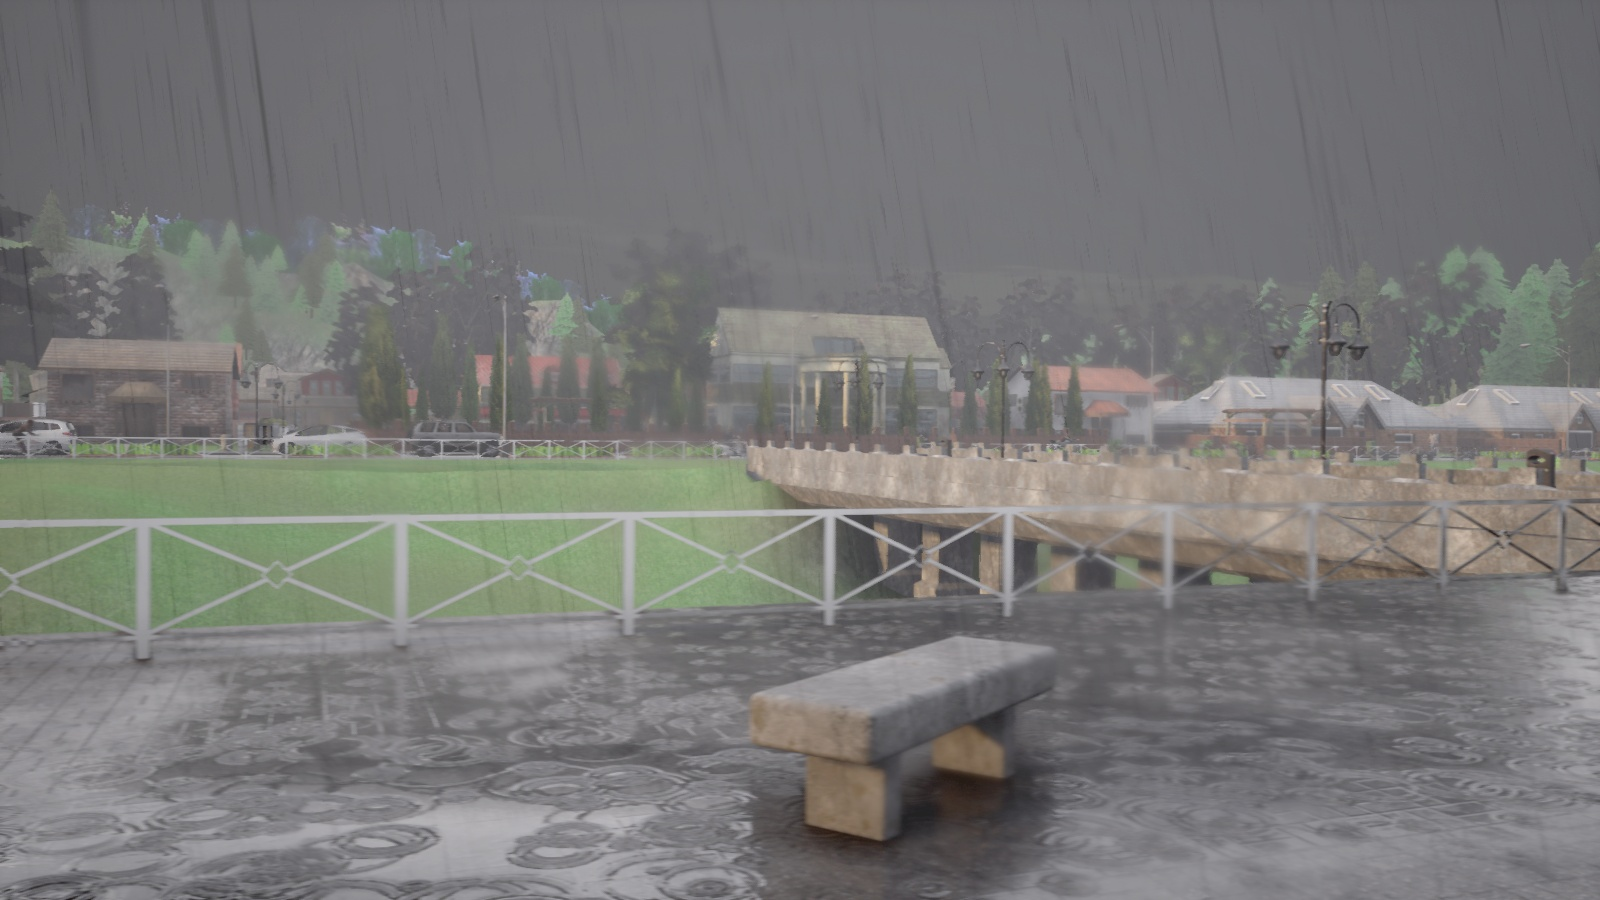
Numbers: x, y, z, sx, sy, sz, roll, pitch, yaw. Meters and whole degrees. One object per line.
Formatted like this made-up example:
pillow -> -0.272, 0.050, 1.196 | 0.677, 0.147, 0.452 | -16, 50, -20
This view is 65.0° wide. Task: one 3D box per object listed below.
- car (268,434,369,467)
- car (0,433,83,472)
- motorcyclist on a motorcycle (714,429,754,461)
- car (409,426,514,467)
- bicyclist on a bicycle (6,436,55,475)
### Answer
car -> -23.314, 0.006, 60.904 | 4.514, 1.525, 2.007 | -1, 1, -21
car -> -35.081, 0.103, 56.438 | 4.611, 1.667, 2.242 | -1, 1, -21
motorcyclist on a motorcycle -> -3.367, -0.257, 64.194 | 1.817, 1.590, 0.866 | -1, 1, -21
car -> -15.998, -0.179, 59.400 | 4.605, 1.855, 1.932 | -1, 1, -21
bicyclist on a bicycle -> -32.542, 0.238, 53.125 | 1.656, 1.620, 0.582 | -1, 1, -21
